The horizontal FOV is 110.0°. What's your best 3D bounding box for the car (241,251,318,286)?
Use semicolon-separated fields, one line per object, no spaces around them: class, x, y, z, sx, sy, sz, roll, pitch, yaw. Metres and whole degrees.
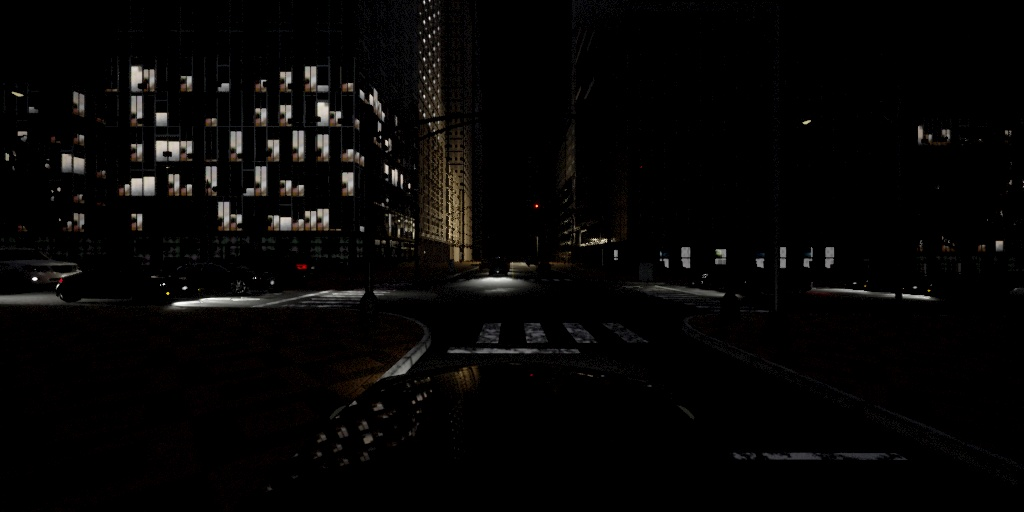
car;-14.389;0.730;20.940;5.566;2.045;2.150;1;0;-3

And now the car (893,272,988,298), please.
car;27.473;1.829;22.746;4.181;1.385;1.994;1;0;-2

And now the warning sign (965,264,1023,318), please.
warning sign;17.313;1.204;12.853;1.060;1.860;1.300;0;0;-2

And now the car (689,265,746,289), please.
car;15.079;1.396;25.468;4.553;1.767;2.097;1;0;-3

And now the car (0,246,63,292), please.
car;-24.195;0.550;17.076;5.566;2.045;2.150;1;0;-2

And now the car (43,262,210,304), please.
car;-15.036;1.063;14.217;4.181;1.385;1.994;1;0;-2

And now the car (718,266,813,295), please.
car;15.869;1.564;22.260;4.892;1.490;1.837;1;0;-4

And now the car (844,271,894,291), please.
car;26.747;1.817;25.969;4.181;1.385;1.994;1;0;-2

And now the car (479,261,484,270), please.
car;-3.852;1.343;52.222;1.802;1.307;4.207;0;0;0

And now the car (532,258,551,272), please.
car;4.082;1.329;46.701;1.948;1.339;4.313;0;0;0

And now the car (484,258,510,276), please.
car;-1.372;1.259;37.140;2.128;1.511;4.902;0;0;0

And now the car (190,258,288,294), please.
car;-14.236;1.004;17.513;4.902;1.511;2.128;1;0;-3
